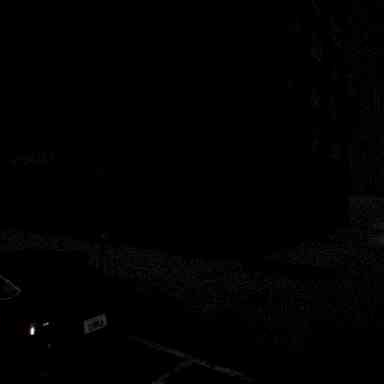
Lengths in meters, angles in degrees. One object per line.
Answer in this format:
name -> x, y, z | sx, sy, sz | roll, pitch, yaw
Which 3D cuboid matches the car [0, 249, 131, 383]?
car -> -2.815, 1.566, 5.076 | 4.313, 1.339, 1.947 | 0, 0, 35
